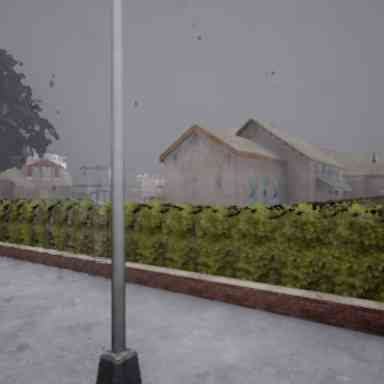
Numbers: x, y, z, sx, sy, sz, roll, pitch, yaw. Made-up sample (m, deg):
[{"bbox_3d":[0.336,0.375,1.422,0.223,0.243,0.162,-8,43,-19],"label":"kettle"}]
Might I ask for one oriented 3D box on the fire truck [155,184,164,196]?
[{"bbox_3d":[-1.730,0.562,49.300,2.891,3.827,8.468,-1,0,35],"label":"fire truck"}]
